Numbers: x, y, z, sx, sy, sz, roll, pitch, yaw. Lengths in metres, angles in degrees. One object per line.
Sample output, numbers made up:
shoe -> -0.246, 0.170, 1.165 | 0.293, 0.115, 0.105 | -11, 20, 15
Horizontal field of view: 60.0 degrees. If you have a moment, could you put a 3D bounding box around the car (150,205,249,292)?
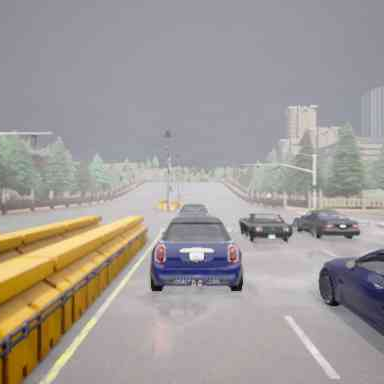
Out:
car -> 0.103, 1.417, 9.280 | 2.097, 1.767, 4.553 | 0, 0, 0

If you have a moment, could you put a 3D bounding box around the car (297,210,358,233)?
car -> 7.121, 1.675, 18.157 | 2.033, 1.411, 5.357 | 0, 0, 1

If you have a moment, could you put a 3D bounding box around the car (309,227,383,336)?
car -> 3.604, 1.562, 5.162 | 1.812, 1.442, 4.674 | 0, 0, 0

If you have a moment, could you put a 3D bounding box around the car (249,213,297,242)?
car -> 3.610, 1.722, 17.173 | 1.895, 1.301, 4.718 | 0, 0, 0
